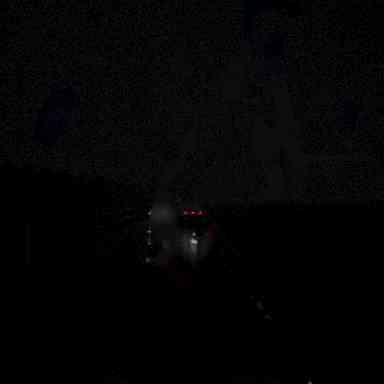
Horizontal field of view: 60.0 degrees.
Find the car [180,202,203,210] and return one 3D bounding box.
[{"bbox_3d":[0.075,1.859,30.845,1.895,1.301,4.718,0,-1,0],"label":"car"}]

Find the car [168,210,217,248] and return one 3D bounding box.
[{"bbox_3d":[0.085,1.730,15.536,1.895,1.301,4.718,0,0,0],"label":"car"}]

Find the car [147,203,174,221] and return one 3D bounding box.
[{"bbox_3d":[-2.870,1.776,29.951,1.812,1.442,4.674,0,-1,0],"label":"car"}]

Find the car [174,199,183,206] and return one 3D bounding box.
[{"bbox_3d":[-2.797,2.204,70.562,1.812,1.442,4.674,0,-1,0],"label":"car"}]
